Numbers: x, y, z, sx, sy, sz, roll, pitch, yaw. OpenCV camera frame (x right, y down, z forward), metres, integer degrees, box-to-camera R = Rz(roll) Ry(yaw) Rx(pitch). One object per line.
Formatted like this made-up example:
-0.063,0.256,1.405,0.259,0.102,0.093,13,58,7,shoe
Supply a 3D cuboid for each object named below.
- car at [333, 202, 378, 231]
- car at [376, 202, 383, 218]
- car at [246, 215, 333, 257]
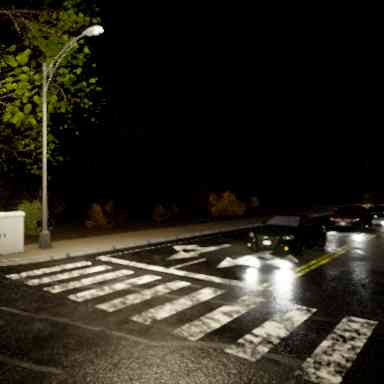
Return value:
10.276,1.590,21.340,1.812,1.442,4.674,-1,0,38,car
16.700,1.618,29.355,2.033,1.411,5.357,-1,0,39,car
3.894,1.621,13.366,1.994,1.385,4.181,-1,0,39,car
